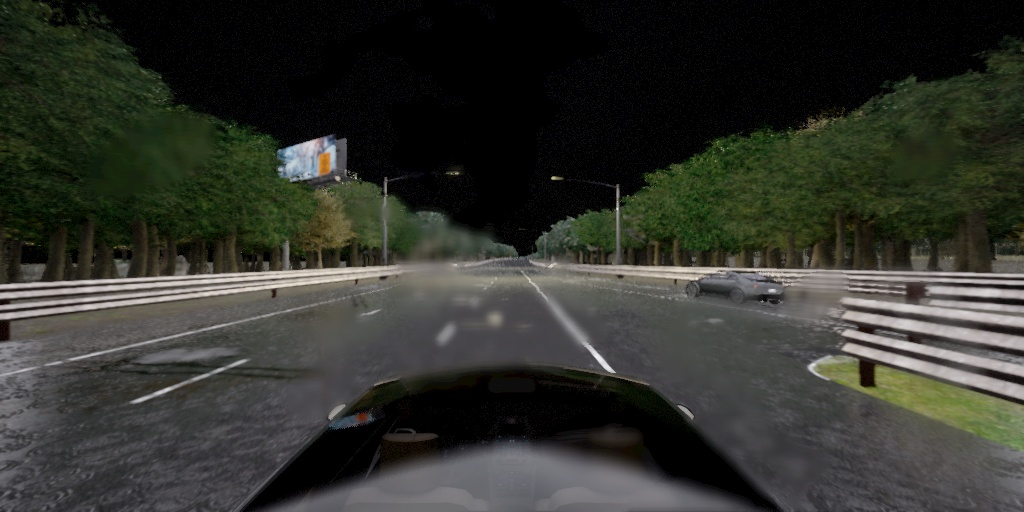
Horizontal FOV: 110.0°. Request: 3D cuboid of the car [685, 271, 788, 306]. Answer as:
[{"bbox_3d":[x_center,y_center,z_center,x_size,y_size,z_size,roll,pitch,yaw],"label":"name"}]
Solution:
[{"bbox_3d":[9.685,1.328,15.848,1.994,1.385,4.181,0,-1,-11],"label":"car"}]
